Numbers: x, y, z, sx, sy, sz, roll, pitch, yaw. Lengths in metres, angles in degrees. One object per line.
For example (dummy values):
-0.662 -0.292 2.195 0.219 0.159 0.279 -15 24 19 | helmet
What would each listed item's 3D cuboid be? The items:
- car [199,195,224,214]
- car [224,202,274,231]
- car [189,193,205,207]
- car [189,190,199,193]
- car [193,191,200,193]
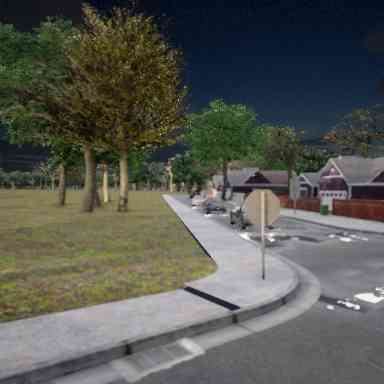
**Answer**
2.174 1.307 33.263 1.837 1.490 4.892 0 0 -6 | car
3.539 1.449 20.495 1.812 1.442 4.674 0 1 -6 | car
0.924 1.213 45.045 1.812 1.442 4.674 0 1 -6 | car
0.651 0.570 74.269 2.150 2.045 5.566 0 1 -6 | car
1.814 1.071 64.276 1.895 1.301 4.718 0 1 -6 | car
